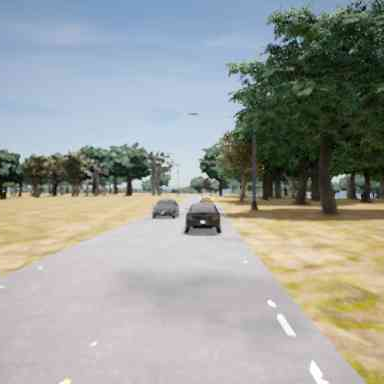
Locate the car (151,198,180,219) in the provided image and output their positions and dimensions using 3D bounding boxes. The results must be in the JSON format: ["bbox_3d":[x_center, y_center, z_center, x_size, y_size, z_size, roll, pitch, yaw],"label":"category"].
[{"bbox_3d":[-2.070,1.313,27.002,1.837,1.490,4.892,0,0,3],"label":"car"}]

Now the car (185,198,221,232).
[{"bbox_3d":[0.656,1.346,19.209,1.882,1.535,5.008,0,0,3],"label":"car"}]

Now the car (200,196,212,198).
[{"bbox_3d":[1.620,1.207,38.279,1.882,1.535,5.008,0,0,3],"label":"car"}]
